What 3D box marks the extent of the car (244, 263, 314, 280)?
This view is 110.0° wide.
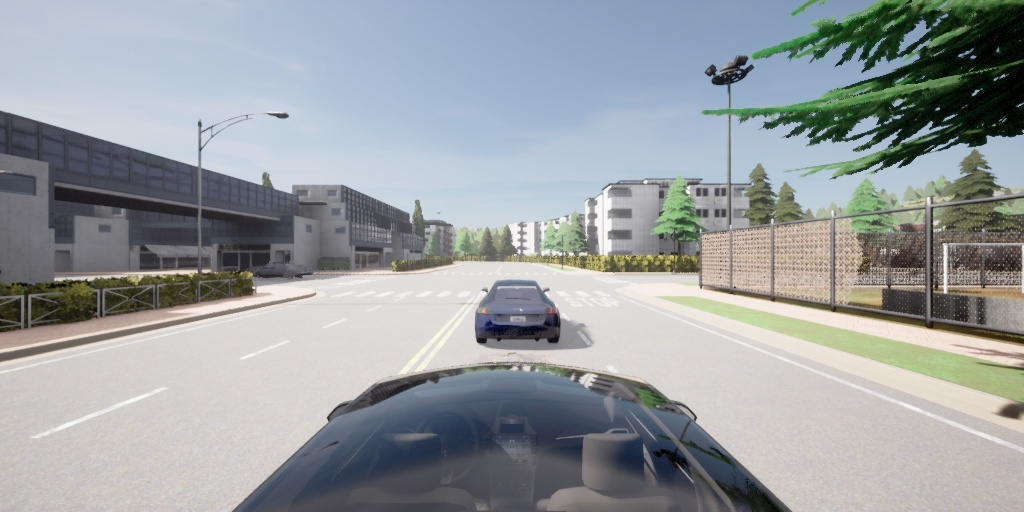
[{"bbox_3d":[-20.216,1.295,31.044,5.357,1.411,2.033,0,0,-1],"label":"car"}]

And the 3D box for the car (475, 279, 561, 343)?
[{"bbox_3d":[0.106,1.313,9.660,1.994,1.385,4.181,0,0,-1],"label":"car"}]
